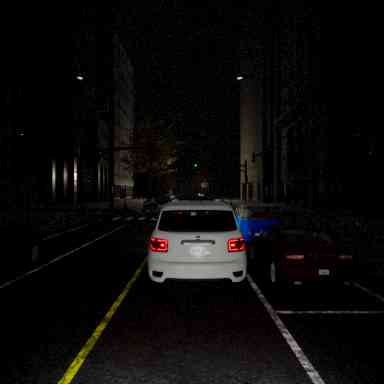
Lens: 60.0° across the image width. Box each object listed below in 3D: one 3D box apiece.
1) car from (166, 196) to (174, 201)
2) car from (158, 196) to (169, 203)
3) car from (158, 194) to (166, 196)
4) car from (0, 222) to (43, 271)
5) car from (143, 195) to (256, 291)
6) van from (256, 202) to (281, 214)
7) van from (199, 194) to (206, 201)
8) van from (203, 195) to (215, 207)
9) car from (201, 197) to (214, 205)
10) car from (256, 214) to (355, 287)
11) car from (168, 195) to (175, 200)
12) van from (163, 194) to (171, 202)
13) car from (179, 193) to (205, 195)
[{"bbox_3d":[-5.890,1.644,89.613,1.947,1.339,4.313,0,0,0],"label":"car"},{"bbox_3d":[-5.859,1.598,68.458,2.008,1.369,4.403,0,0,0],"label":"car"},{"bbox_3d":[-5.844,1.579,57.880,1.887,1.381,4.507,0,0,0],"label":"car"},{"bbox_3d":[-5.790,1.546,9.206,1.887,1.381,4.507,0,0,0],"label":"car"},{"bbox_3d":[0.096,1.223,9.186,2.150,2.045,5.566,0,0,0],"label":"car"},{"bbox_3d":[2.758,1.344,14.725,1.690,1.788,3.998,0,0,0],"label":"van"},{"bbox_3d":[2.642,1.412,85.189,1.690,1.788,3.998,0,0,0],"label":"van"},{"bbox_3d":[2.689,1.370,52.710,1.690,1.788,3.998,0,0,0],"label":"van"},{"bbox_3d":[2.681,1.601,58.123,1.947,1.339,4.313,0,0,0],"label":"car"},{"bbox_3d":[2.765,1.546,9.200,1.887,1.381,4.507,0,0,0],"label":"car"},{"bbox_3d":[-5.897,1.612,94.733,1.752,1.417,4.829,0,0,0],"label":"car"},{"bbox_3d":[-5.874,1.403,79.036,1.690,1.788,3.998,0,0,0],"label":"van"},{"bbox_3d":[0.070,1.229,20.307,2.150,2.045,5.566,0,0,0],"label":"car"}]
